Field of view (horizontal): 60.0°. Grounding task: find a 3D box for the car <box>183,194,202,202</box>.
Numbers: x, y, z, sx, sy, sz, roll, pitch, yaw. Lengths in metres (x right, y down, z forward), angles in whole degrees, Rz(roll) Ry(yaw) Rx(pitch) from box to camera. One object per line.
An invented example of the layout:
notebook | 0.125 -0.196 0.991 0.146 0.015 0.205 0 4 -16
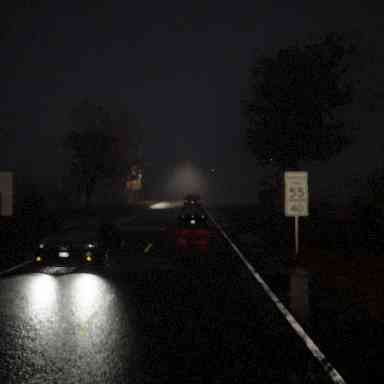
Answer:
car | 0.060 1.294 41.423 2.150 2.045 5.566 0 0 0

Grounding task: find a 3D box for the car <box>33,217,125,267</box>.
car | -3.602 1.569 11.322 1.994 1.385 4.181 0 0 0

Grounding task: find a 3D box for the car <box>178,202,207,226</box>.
car | 0.067 1.623 23.476 1.895 1.301 4.718 0 0 0
